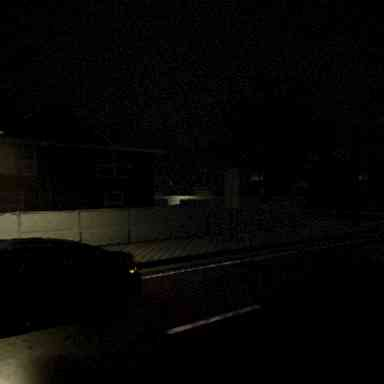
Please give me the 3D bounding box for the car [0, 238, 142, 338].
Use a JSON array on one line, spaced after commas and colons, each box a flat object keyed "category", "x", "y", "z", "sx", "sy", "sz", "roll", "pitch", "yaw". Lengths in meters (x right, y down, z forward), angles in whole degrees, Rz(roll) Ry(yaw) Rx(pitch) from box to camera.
[{"category": "car", "x": -3.087, "y": 1.532, "z": 5.353, "sx": 4.674, "sy": 1.442, "sz": 1.812, "roll": 0, "pitch": 0, "yaw": -36}]
